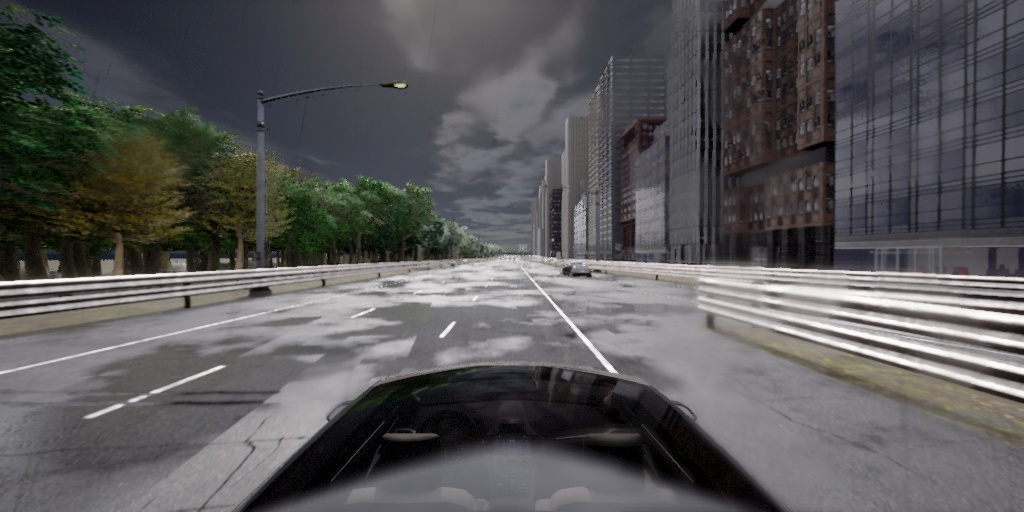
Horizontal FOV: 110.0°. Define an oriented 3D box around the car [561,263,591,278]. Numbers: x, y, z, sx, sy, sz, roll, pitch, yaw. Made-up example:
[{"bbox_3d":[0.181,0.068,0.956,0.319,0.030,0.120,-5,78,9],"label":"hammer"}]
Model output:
[{"bbox_3d":[6.326,1.384,35.671,1.994,1.385,4.181,0,0,-9],"label":"car"}]
